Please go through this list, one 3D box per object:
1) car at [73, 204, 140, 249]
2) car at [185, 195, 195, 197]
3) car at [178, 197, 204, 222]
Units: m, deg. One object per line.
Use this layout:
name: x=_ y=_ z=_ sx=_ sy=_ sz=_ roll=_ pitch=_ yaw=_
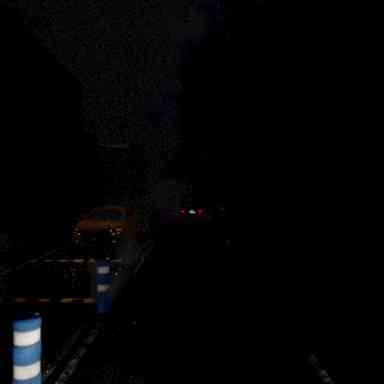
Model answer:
car: x=-3.436 y=1.336 z=14.086 sx=1.882 sy=1.535 sz=5.008 roll=0 pitch=1 yaw=0
car: x=-0.308 y=1.117 z=42.872 sx=2.033 sy=1.411 sz=5.357 roll=0 pitch=1 yaw=-1
car: x=-0.071 y=1.325 z=24.261 sx=2.033 sy=1.411 sz=5.357 roll=0 pitch=1 yaw=-1
